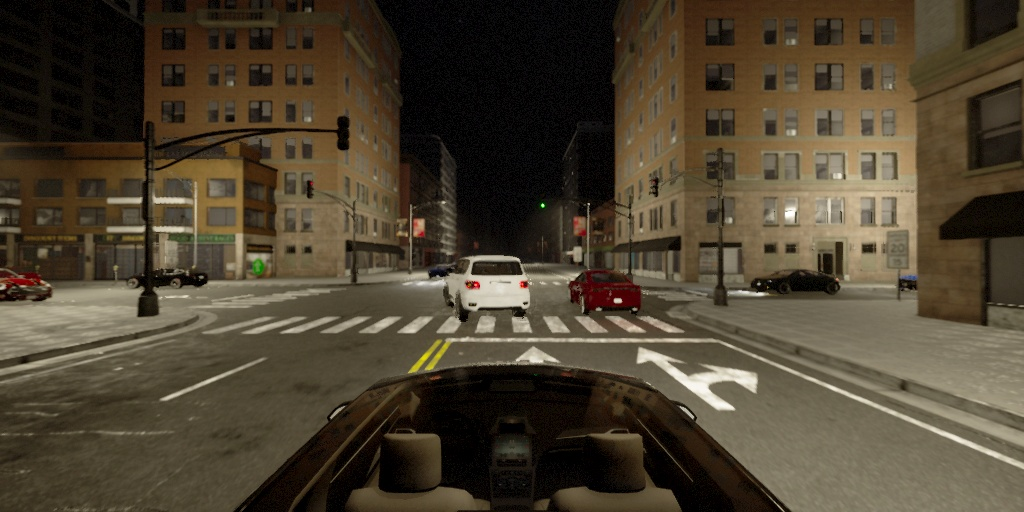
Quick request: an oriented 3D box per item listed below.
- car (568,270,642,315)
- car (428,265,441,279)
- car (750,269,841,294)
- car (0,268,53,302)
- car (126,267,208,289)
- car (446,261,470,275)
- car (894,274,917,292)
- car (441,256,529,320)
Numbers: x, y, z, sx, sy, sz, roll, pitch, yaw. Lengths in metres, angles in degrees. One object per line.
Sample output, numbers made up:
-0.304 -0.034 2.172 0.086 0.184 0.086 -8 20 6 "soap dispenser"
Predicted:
3.396 1.271 13.942 1.882 1.535 5.008 0 0 0 "car"
-6.474 1.459 33.556 1.895 1.301 4.718 0 0 0 "car"
16.106 1.425 20.520 4.181 1.385 1.994 0 0 0 "car"
-22.117 1.212 15.029 4.097 1.591 1.967 0 0 1 "car"
-22.043 1.398 23.054 4.313 1.339 1.948 0 0 1 "car"
-6.416 1.381 43.393 2.128 1.511 4.902 0 0 0 "car"
24.924 1.358 20.448 5.008 1.535 1.882 0 0 1 "car"
-1.096 1.011 13.027 2.150 2.045 5.566 1 0 -16 "car"
